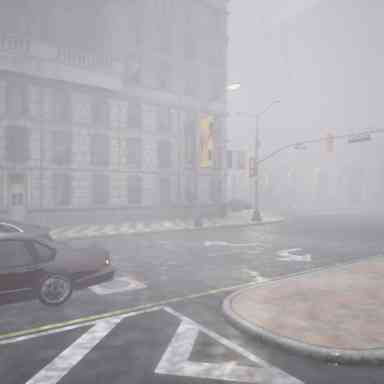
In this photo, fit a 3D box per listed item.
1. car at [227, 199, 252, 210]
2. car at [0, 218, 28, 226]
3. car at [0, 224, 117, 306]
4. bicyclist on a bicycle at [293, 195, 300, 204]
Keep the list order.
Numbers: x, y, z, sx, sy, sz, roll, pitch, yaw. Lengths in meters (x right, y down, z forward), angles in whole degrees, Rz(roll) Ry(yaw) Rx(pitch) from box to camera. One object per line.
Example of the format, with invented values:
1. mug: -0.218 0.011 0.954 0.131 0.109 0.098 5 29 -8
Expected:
1. car: 5.777 1.564 43.171 1.994 1.385 4.181 0 0 -35
2. car: -6.449 1.492 9.282 4.902 1.511 2.128 0 0 -37
3. car: -4.260 1.547 6.498 5.357 1.411 2.033 0 0 -34
4. bicyclist on a bicycle: 17.958 1.300 57.135 1.656 1.620 0.582 0 0 -35
